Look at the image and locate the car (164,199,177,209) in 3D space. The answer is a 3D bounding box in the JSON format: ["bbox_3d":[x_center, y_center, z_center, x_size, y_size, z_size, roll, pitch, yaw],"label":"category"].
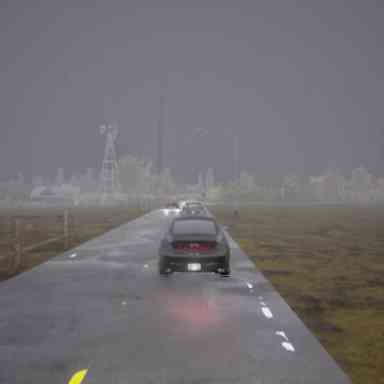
[{"bbox_3d":[-2.775,1.645,46.540,1.895,1.301,4.718,0,0,0],"label":"car"}]

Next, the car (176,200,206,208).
[{"bbox_3d":[0.096,1.491,25.532,2.033,1.411,5.357,0,0,0],"label":"car"}]

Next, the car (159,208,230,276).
[{"bbox_3d":[0.073,1.466,10.174,1.837,1.490,4.892,0,1,0],"label":"car"}]
